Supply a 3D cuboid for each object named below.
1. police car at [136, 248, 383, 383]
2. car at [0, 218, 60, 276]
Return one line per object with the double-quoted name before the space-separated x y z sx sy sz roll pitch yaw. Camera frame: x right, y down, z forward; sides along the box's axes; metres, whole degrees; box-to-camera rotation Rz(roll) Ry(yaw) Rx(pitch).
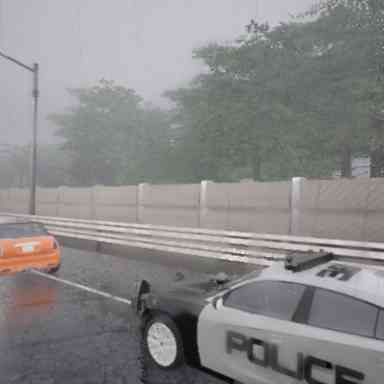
"police car" 1.324 1.575 4.190 5.238 1.638 1.930 -1 -2 41
"car" -6.149 1.609 10.620 4.553 1.767 2.097 -1 -2 41
